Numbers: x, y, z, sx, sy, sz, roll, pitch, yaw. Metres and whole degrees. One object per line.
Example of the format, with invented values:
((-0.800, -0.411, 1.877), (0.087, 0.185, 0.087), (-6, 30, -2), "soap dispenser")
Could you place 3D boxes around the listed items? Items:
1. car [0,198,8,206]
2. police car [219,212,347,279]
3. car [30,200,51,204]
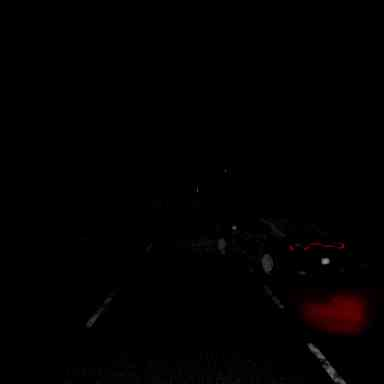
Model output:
((-21.053, 1.415, 34.321), (2.097, 1.767, 4.553), (0, 0, 1), "car")
((2.414, 1.438, 10.455), (1.930, 1.638, 5.238), (1, 0, -18), "police car")
((-17.513, 1.625, 38.636), (2.033, 1.411, 5.357), (0, 0, 0), "car")
